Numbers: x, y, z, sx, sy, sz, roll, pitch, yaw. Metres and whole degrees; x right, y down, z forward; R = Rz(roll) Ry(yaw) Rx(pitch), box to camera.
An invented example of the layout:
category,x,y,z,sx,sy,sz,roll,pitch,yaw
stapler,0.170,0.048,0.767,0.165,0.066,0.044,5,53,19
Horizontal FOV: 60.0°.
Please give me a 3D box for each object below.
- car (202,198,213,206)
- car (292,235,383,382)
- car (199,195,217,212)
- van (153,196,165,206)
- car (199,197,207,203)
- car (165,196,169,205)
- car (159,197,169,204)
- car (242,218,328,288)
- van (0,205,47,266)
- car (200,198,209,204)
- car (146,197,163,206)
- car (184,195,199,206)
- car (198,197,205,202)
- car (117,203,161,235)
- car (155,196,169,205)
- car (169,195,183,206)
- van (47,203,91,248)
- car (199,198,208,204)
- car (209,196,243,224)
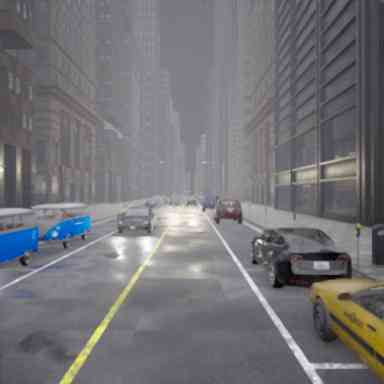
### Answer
category,x,y,z,sx,sy,sz,roll,pitch,yaw
car,2.689,1.807,59.899,1.752,1.417,4.829,0,0,0
car,2.759,1.542,3.712,1.752,1.417,4.829,0,0,0
car,2.343,1.417,41.271,2.150,2.045,5.566,0,0,0
van,-5.829,1.594,54.089,1.690,1.788,3.998,0,0,0
car,2.661,1.922,82.374,1.752,1.417,4.829,0,0,0
car,-5.836,1.832,59.706,2.008,1.369,4.403,0,0,0
car,-5.850,1.862,70.774,1.752,1.417,4.829,0,0,0
car,2.752,1.606,9.161,1.947,1.339,4.313,0,0,0
van,-5.772,1.381,9.142,1.690,1.788,3.998,0,0,0
car,2.675,1.920,70.967,1.802,1.307,4.206,0,0,0
car,-5.822,1.769,48.470,1.887,1.381,4.507,0,0,0
car,-0.073,1.784,59.363,1.837,1.490,4.892,0,0,0
car,2.647,2.024,93.441,1.947,1.339,4.313,0,0,0
car,-3.124,1.613,19.781,1.812,1.442,4.674,0,0,0
car,-5.843,1.624,65.326,2.192,1.841,5.009,0,0,0
car,-3.119,1.788,60.125,1.837,1.490,4.892,0,0,1
van,-5.779,1.405,14.761,1.690,1.788,3.998,0,0,0
car,2.668,1.948,76.585,1.802,1.307,4.206,0,0,0
car,2.731,1.431,26.019,2.192,1.841,5.009,0,0,0
